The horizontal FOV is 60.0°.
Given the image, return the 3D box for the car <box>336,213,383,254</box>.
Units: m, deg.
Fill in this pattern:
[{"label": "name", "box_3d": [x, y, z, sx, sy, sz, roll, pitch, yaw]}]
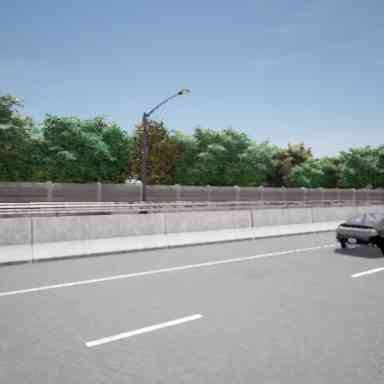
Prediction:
[{"label": "car", "box_3d": [7.980, 1.622, 13.855, 4.902, 1.511, 2.128, 0, 0, -35]}]
